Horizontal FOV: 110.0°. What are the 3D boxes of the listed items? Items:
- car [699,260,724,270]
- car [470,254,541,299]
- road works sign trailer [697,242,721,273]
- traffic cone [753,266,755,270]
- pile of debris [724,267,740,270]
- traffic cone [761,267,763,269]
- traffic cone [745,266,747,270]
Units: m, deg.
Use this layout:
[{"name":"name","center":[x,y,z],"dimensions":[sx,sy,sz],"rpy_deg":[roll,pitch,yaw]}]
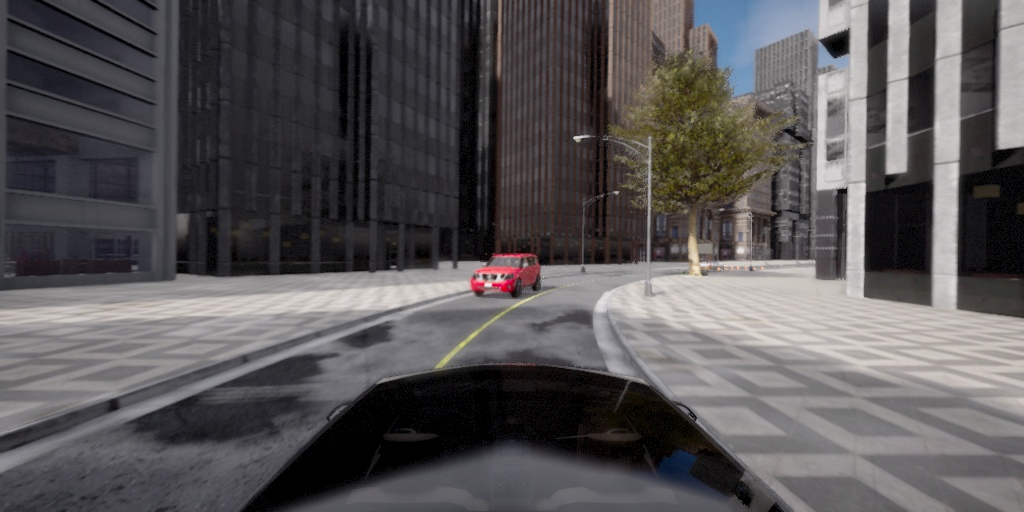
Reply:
[{"name":"car","center":[27.454,1.269,49.929],"dimensions":[4.718,1.301,1.895],"rpy_deg":[0,1,-36]},{"name":"car","center":[-0.101,0.898,18.242],"dimensions":[2.150,2.045,5.566],"rpy_deg":[1,0,20]},{"name":"road works sign trailer","center":[22.721,0.156,42.595],"dimensions":[2.880,3.560,2.380],"rpy_deg":[0,0,-37]},{"name":"traffic cone","center":[33.572,1.665,49.790],"dimensions":[0.340,0.580,0.340],"rpy_deg":[0,0,-37]},{"name":"pile of debris","center":[28.333,1.865,46.781],"dimensions":[1.500,0.140,1.860],"rpy_deg":[0,0,-37]},{"name":"traffic cone","center":[34.170,1.675,48.988],"dimensions":[0.340,0.580,0.340],"rpy_deg":[0,0,-37]},{"name":"traffic cone","center":[32.974,1.655,50.591],"dimensions":[0.340,0.580,0.340],"rpy_deg":[0,0,-37]}]
